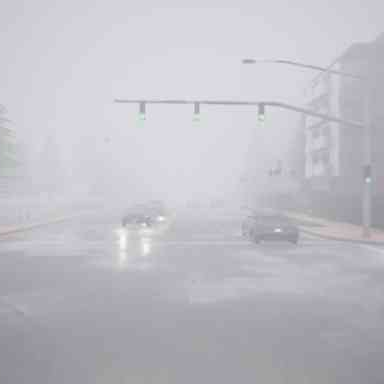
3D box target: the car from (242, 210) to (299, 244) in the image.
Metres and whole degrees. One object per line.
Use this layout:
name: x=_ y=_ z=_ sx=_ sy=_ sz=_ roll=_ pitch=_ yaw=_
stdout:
car: x=3.598 y=1.569 z=15.898 sx=1.994 sy=1.385 sz=4.181 roll=0 pitch=0 yaw=0

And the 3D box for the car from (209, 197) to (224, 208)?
car: x=3.498 y=1.507 z=47.963 sx=2.128 sy=1.511 sz=4.902 roll=0 pitch=0 yaw=0

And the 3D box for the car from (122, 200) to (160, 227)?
car: x=-3.587 y=1.532 z=23.187 sx=1.812 sy=1.442 sz=4.674 roll=0 pitch=0 yaw=0

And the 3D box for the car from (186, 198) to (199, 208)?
car: x=0.095 y=1.579 z=49.754 sx=1.994 sy=1.385 sz=4.181 roll=0 pitch=0 yaw=0

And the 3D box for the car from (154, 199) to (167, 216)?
car: x=-3.579 y=1.514 z=33.080 sx=1.837 sy=1.490 sz=4.892 roll=0 pitch=0 yaw=0
